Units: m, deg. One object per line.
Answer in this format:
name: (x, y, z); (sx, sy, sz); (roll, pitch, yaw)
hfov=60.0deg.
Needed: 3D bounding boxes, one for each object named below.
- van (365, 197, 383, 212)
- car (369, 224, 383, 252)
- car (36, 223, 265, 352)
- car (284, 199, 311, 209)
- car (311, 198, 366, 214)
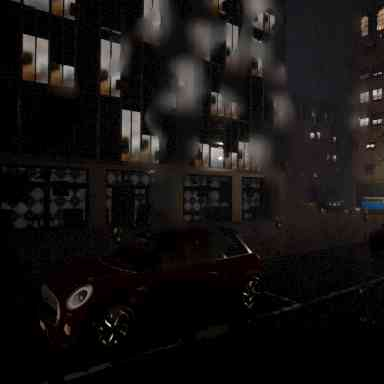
van: (22.192, 1.524, 39.643); (1.690, 1.788, 3.998); (0, -1, -35)
car: (8.468, 1.567, 12.588); (4.313, 1.339, 1.947); (0, 1, -35)
car: (-0.607, 1.441, 6.112); (4.097, 1.590, 1.967); (0, 1, -35)
car: (15.762, 1.787, 48.896); (1.752, 1.417, 4.829); (0, -1, -35)
car: (15.306, 1.620, 34.864); (2.008, 1.369, 4.403); (0, -1, -35)
